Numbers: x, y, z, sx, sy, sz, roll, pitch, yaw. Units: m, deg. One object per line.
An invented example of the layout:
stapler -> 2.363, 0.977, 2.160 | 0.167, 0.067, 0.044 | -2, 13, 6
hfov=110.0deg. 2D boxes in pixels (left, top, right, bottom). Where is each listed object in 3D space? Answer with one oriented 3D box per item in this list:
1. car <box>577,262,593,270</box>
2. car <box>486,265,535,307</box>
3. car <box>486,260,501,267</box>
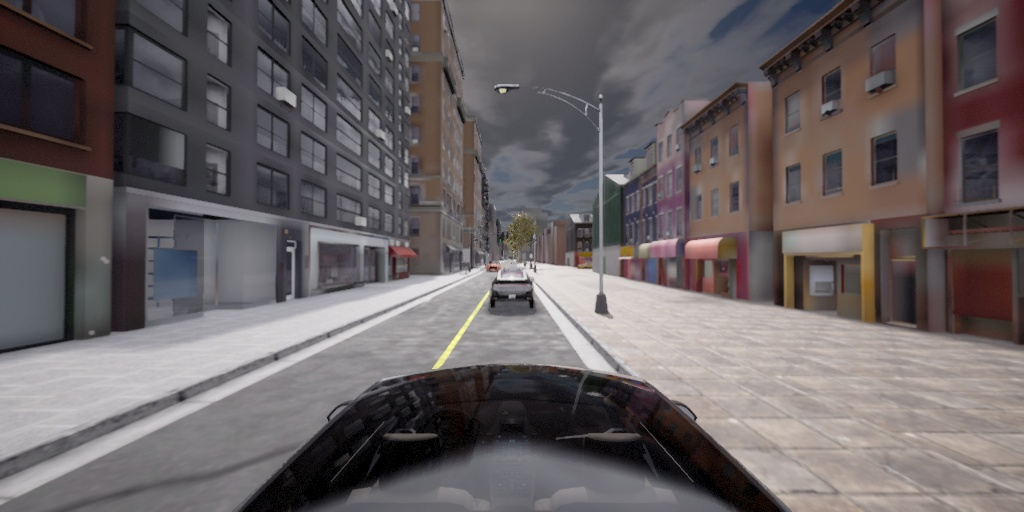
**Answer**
car -> 13.893, 1.756, 62.456 | 4.829, 1.417, 1.751 | 0, 0, 0
car -> 0.009, 1.360, 16.144 | 2.128, 1.511, 4.902 | 0, 0, 0
car -> -2.745, 1.466, 54.516 | 2.097, 1.767, 4.553 | 0, 0, 0
